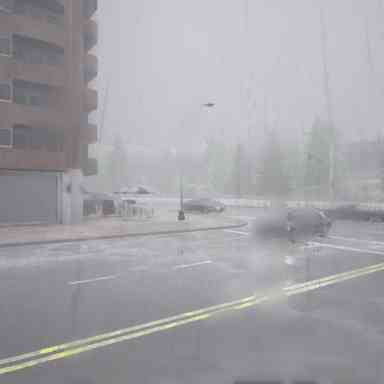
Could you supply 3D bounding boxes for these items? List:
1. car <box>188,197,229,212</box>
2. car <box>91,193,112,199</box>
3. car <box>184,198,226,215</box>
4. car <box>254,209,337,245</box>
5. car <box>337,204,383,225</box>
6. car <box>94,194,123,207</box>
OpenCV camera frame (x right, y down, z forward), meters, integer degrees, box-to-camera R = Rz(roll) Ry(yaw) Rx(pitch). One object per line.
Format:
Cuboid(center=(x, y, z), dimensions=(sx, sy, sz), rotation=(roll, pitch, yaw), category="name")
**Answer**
Cuboid(center=(1.879, 1.435, 38.817), dimensions=(2.128, 1.511, 4.902), rotation=(0, 0, -36), category="car")
Cuboid(center=(-14.014, 1.168, 54.689), dimensions=(5.566, 2.045, 2.150), rotation=(0, -1, 24), category="car")
Cuboid(center=(1.107, 1.436, 33.904), dimensions=(2.128, 1.511, 4.902), rotation=(0, 0, -36), category="car")
Cuboid(center=(4.948, 1.599, 15.902), dimensions=(1.895, 1.301, 4.718), rotation=(0, 0, 43), category="car")
Cuboid(center=(12.236, 1.564, 24.226), dimensions=(1.895, 1.301, 4.718), rotation=(0, 0, -35), category="car")
Cuboid(center=(-11.630, 1.435, 49.270), dimensions=(4.902, 1.511, 2.128), rotation=(0, 0, 33), category="car")
